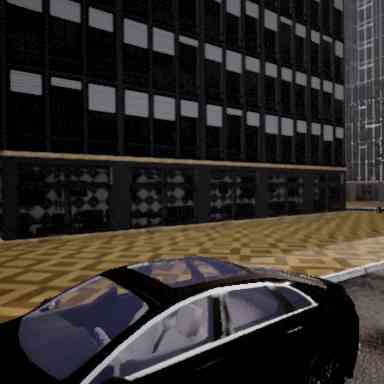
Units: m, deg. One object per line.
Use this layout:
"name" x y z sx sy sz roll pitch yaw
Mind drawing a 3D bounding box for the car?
"car" -0.359 1.486 3.121 4.902 1.511 2.128 0 0 -35
